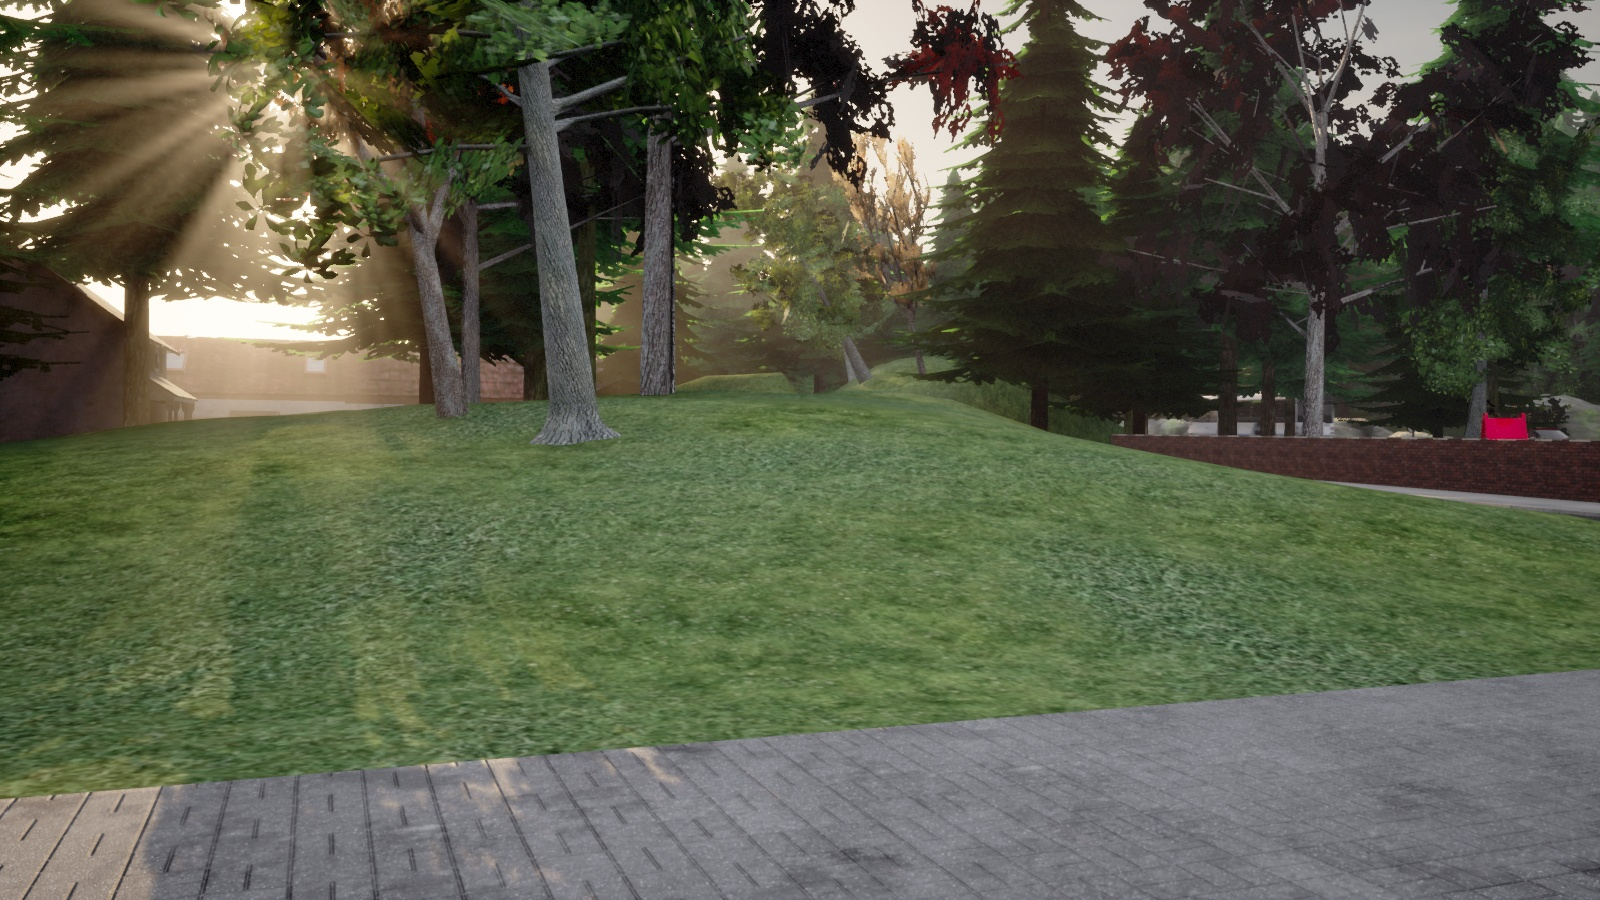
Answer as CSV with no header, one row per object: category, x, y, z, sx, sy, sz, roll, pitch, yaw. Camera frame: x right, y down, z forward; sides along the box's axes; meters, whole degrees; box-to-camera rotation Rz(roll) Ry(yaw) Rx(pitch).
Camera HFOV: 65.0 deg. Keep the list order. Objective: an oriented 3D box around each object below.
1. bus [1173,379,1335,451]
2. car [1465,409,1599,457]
bus,28.615,-2.188,79.937,3.944,4.253,10.273,-1,1,-21
car,33.217,-0.765,56.682,2.150,2.045,5.566,-1,1,-22
